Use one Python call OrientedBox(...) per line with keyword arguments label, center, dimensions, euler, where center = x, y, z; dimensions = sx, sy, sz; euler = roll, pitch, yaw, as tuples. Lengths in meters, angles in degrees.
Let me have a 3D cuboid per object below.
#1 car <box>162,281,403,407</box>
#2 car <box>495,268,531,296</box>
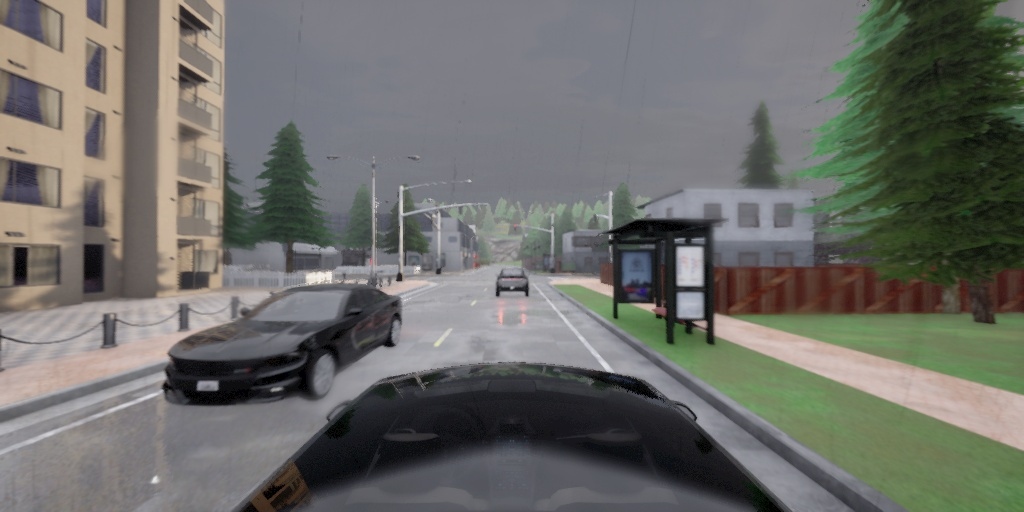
OrientedBox(label="car", center=(-3.574, 1.280, 6.728), dimensions=(1.882, 1.535, 5.008), euler=(0, -1, 0))
OrientedBox(label="car", center=(0.033, 1.439, 20.705), dimensions=(2.128, 1.511, 4.902), euler=(0, -1, 0))
